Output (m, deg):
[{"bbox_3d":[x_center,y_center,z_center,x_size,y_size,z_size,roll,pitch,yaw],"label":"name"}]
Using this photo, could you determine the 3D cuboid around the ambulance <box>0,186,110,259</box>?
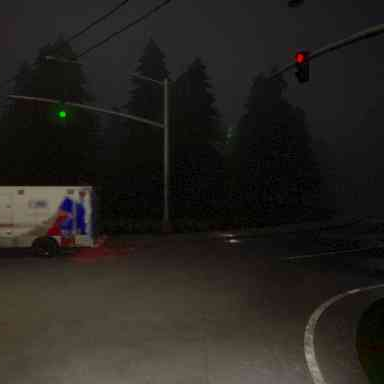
[{"bbox_3d":[-6.322,1.008,11.954,6.366,2.431,2.351,0,1,-6],"label":"ambulance"}]
